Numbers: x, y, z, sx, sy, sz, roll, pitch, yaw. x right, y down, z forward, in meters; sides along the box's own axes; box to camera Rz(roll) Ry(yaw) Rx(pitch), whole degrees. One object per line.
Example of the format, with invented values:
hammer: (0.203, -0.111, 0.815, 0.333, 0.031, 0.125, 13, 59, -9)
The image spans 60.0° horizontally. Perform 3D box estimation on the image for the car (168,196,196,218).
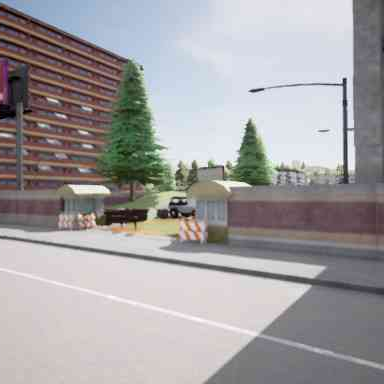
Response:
car: (-0.276, 1.306, 28.727, 3.866, 1.878, 1.905, -1, 0, 35)
